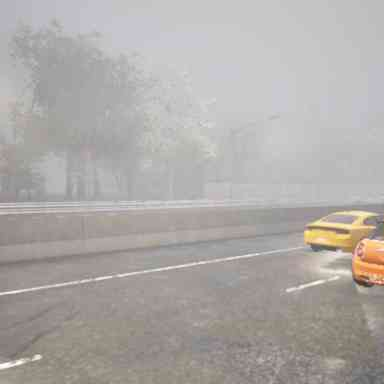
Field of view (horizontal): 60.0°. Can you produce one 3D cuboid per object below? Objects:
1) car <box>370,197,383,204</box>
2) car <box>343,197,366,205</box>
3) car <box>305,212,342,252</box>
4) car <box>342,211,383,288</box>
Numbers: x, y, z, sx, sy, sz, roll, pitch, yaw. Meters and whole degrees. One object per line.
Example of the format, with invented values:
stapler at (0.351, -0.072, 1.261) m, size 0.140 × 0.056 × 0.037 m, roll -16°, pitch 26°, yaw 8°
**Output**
car at (28.705, 1.561, 50.194) m, size 4.674 × 1.442 × 1.812 m, roll 0°, pitch 0°, yaw -35°
car at (25.611, 1.558, 52.288) m, size 4.674 × 1.442 × 1.812 m, roll 0°, pitch 0°, yaw -35°
car at (6.390, 1.479, 12.634) m, size 5.008 × 1.535 × 1.882 m, roll 1°, pitch 0°, yaw -35°
car at (5.936, 1.356, 8.033) m, size 4.553 × 1.767 × 2.097 m, roll 0°, pitch 0°, yaw -35°
